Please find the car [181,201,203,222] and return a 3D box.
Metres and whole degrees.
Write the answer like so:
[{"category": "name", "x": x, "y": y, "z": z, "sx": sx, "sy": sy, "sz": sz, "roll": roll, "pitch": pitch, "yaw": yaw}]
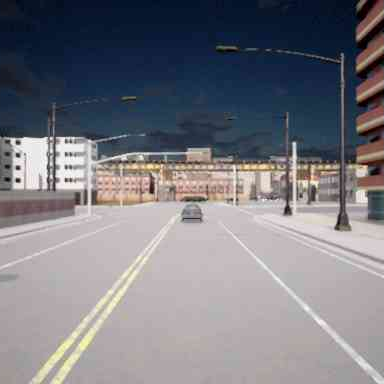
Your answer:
[{"category": "car", "x": -0.002, "y": 1.818, "z": 28.984, "sx": 2.033, "sy": 1.411, "sz": 5.357, "roll": 0, "pitch": -1, "yaw": 0}]
